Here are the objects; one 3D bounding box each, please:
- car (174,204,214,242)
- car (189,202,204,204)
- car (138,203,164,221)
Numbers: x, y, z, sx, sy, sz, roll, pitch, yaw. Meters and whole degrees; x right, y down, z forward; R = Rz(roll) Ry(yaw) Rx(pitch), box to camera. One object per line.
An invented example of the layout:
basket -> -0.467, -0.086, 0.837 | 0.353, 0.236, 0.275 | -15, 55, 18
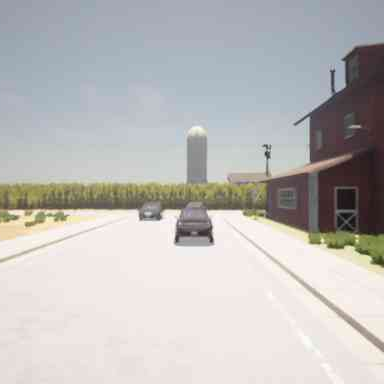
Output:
car -> 0.098, 1.609, 16.987 | 2.128, 1.511, 4.902 | 0, 0, 0
car -> 0.446, 1.732, 32.773 | 1.837, 1.490, 4.892 | 0, 0, 7
car -> -3.535, 1.696, 29.382 | 2.128, 1.511, 4.902 | 0, -1, 1
